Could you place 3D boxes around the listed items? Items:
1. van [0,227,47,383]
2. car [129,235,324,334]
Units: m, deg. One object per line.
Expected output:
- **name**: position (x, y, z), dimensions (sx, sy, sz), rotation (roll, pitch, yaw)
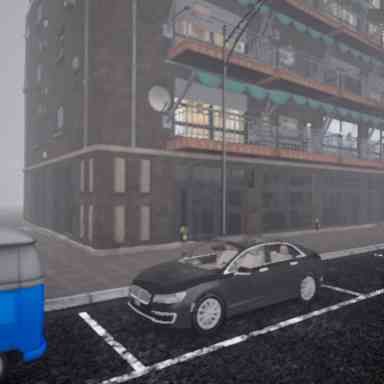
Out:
- **van**: position (-3.662, 1.330, 3.489), dimensions (3.998, 1.788, 1.690), rotation (1, -1, -35)
- **car**: position (0.891, 1.597, 6.735), dimensions (4.403, 1.369, 2.008), rotation (1, -1, -35)
